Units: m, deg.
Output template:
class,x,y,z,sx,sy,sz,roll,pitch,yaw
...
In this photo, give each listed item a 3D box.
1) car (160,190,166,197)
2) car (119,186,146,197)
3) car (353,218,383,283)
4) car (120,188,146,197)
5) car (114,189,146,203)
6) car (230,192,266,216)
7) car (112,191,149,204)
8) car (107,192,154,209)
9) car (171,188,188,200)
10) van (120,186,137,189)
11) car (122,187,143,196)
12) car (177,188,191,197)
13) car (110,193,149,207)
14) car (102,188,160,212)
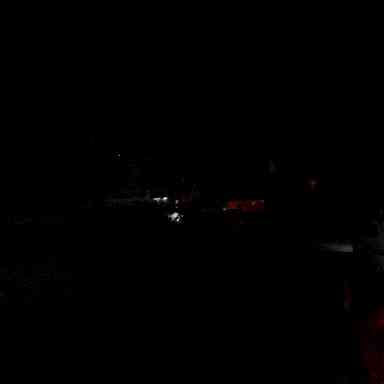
class,x,y,z,sx,sy,sz,roll,pitch,yaw
car,-5.818,0.288,61.403,2.033,1.411,5.357,-4,2,-9
car,-13.956,-0.131,77.510,5.566,2.045,2.435,-6,2,-30
car,5.583,1.409,9.031,1.812,1.442,4.674,-3,0,20
car,-13.288,0.177,74.631,5.366,1.575,1.946,-5,2,-29
car,-9.975,0.616,53.804,4.553,1.767,2.185,-5,2,-30
car,4.206,0.799,26.551,2.097,1.767,4.553,-4,2,-8
car,-9.421,0.818,50.857,5.008,1.535,2.097,-5,3,-30
car,-7.740,1.040,42.073,5.366,1.575,1.946,-5,2,-30
car,-0.928,0.866,32.743,2.097,1.767,4.553,-4,2,-10
van,-9.037,0.683,47.828,4.442,1.987,1.878,-5,3,-30
car,-14.989,-0.148,83.397,4.553,1.767,2.185,-5,2,-29
car,-1.545,0.028,60.633,1.837,1.490,4.892,-4,2,-9
car,-8.415,1.018,44.942,4.674,1.452,2.002,-5,2,-30
car,-6.906,0.969,36.030,5.566,2.045,2.435,-5,3,-30
